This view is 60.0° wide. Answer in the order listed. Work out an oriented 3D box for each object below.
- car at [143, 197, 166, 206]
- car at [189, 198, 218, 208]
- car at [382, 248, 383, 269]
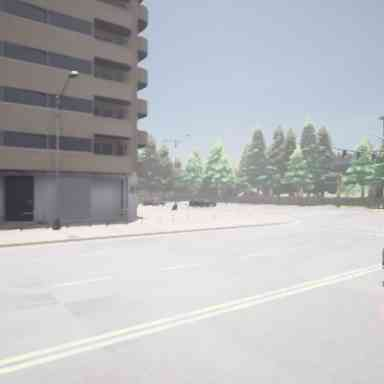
[{"bbox_3d":[-5.975,1.554,52.722,1.994,1.385,4.181,0,0,-42],"label":"car"},{"bbox_3d":[1.650,1.598,48.733,1.895,1.301,4.718,0,0,-36],"label":"car"},{"bbox_3d":[6.869,1.508,8.695,4.902,1.511,2.128,0,0,-35],"label":"car"}]
